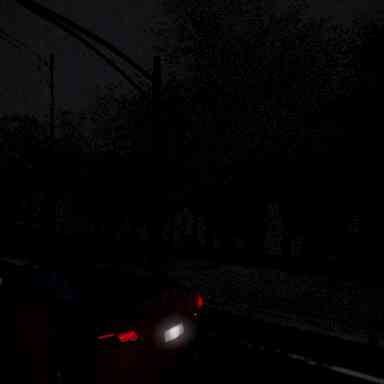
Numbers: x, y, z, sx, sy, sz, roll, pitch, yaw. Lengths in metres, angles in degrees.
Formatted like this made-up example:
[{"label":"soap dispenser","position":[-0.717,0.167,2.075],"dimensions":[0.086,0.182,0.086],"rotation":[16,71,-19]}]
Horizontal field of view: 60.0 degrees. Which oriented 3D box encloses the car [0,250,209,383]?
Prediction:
[{"label":"car","position":[-1.836,1.604,4.992],"dimensions":[4.181,1.385,1.994],"rotation":[-1,0,36]}]
